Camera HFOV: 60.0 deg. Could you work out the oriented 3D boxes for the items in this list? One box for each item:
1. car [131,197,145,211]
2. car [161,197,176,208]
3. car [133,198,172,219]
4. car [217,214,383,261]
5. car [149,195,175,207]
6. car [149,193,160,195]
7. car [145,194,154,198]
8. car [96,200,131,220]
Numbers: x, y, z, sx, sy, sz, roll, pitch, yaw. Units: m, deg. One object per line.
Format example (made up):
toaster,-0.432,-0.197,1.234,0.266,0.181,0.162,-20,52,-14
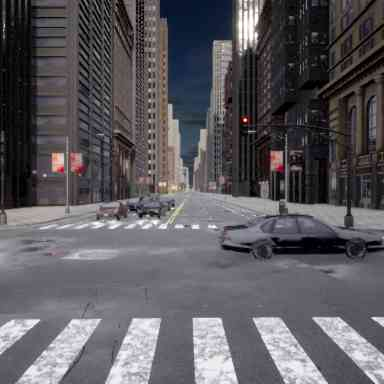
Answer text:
car,-6.677,1.580,37.132,1.895,1.301,4.718,0,0,0
car,-3.457,1.514,49.751,2.033,1.411,5.357,0,0,0
car,-3.385,1.533,29.460,2.033,1.411,5.357,0,0,4
car,3.574,1.480,11.478,5.357,1.411,2.033,-1,0,0
car,-3.428,1.469,39.200,2.128,1.511,4.902,0,0,0
car,-6.683,1.175,57.821,2.150,2.045,5.566,0,0,1
car,-6.698,1.474,47.372,1.837,1.490,4.892,0,0,0
car,-6.656,1.512,28.024,1.812,1.442,4.674,0,0,0
